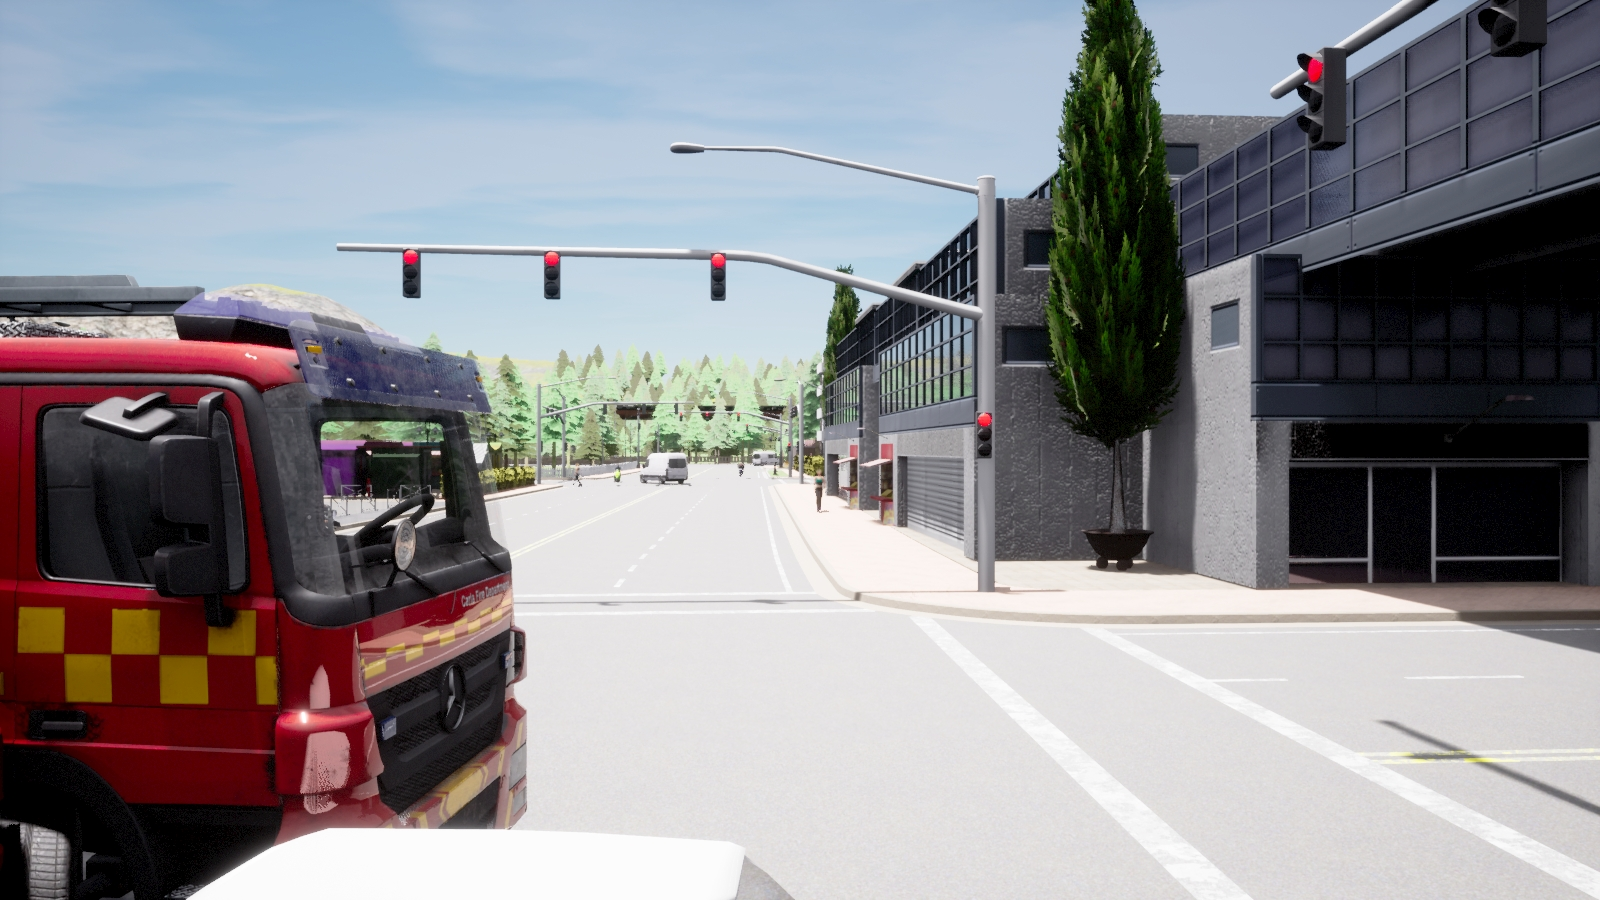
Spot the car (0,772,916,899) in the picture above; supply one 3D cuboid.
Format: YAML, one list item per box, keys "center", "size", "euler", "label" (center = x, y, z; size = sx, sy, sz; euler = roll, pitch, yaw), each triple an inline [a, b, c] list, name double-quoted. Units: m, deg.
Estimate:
- center: [-1.549, 2.065, 3.579]
  size: [3.806, 1.475, 1.970]
  euler: [0, 0, 5]
  label: "car"

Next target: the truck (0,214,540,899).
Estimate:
- center: [-6.102, 0.890, 6.659]
  size: [8.468, 3.827, 2.891]
  euler: [0, 0, 4]
  label: "truck"

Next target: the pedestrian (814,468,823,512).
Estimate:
- center: [0.798, 1.696, 48.305]
  size: [0.375, 1.860, 0.375]
  euler: [0, 0, 0]
  label: "pedestrian"

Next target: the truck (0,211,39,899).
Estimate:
- center: [-7.587, 0.890, 3.490]
  size: [8.468, 3.827, 2.891]
  euler: [0, 0, -3]
  label: "truck"
